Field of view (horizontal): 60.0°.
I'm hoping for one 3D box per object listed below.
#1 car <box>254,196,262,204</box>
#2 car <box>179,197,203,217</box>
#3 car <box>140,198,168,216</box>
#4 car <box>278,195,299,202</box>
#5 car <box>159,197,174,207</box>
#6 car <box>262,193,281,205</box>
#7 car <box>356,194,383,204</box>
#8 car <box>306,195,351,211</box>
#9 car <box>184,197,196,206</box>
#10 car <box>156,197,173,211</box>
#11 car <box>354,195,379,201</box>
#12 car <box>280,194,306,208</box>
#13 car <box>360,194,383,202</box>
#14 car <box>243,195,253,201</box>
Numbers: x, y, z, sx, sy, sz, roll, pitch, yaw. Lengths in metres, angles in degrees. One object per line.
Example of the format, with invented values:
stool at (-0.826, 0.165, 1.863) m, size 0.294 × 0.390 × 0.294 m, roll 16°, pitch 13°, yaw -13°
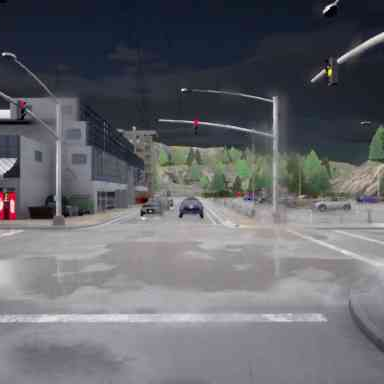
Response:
car at (13.467, 1.113, 56.657) m, size 4.605 × 1.855 × 1.932 m, roll 0°, pitch 0°, yaw 0°
car at (-0.068, 1.352, 31.176) m, size 2.097 × 1.767 × 4.553 m, roll 0°, pitch 0°, yaw 0°
car at (-3.755, 1.564, 32.046) m, size 1.994 × 1.385 × 4.181 m, roll 0°, pitch 0°, yaw 0°
car at (20.944, 1.399, 72.299) m, size 3.806 × 1.475 × 1.970 m, roll 0°, pitch 0°, yaw 0°
car at (-3.832, 1.526, 50.781) m, size 1.812 × 1.442 × 4.674 m, roll 0°, pitch 0°, yaw 0°
car at (13.894, 1.092, 53.753) m, size 3.866 × 1.878 × 1.905 m, roll 0°, pitch 0°, yaw 0°
car at (31.998, 1.335, 60.363) m, size 3.633 × 1.501 × 1.845 m, roll 0°, pitch 0°, yaw 0°
car at (14.316, 1.247, 34.543) m, size 3.806 × 1.475 × 1.970 m, roll 0°, pitch 0°, yaw 0°
car at (-0.290, 1.548, 58.209) m, size 2.033 × 1.411 × 5.357 m, roll 0°, pitch 0°, yaw 0°
car at (-3.798, 1.352, 40.660) m, size 2.097 × 1.767 × 4.553 m, roll 0°, pitch 0°, yaw 0°
car at (39.542, 1.355, 75.384) m, size 4.514 × 1.523 × 2.007 m, roll 0°, pitch 0°, yaw 0°
car at (13.960, 1.169, 40.959) m, size 5.027 × 1.636 × 2.152 m, roll 0°, pitch 0°, yaw 0°
car at (39.611, 1.346, 72.248) m, size 5.027 × 1.636 × 2.152 m, roll 0°, pitch 0°, yaw 0°
car at (13.509, 1.389, 75.241) m, size 3.633 × 1.501 × 1.845 m, roll 0°, pitch 0°, yaw 0°
